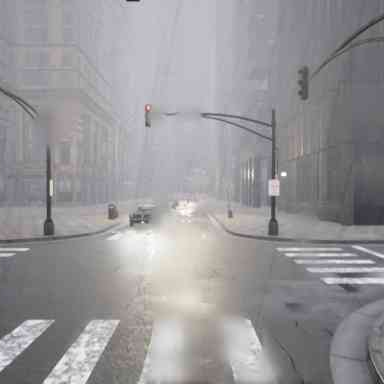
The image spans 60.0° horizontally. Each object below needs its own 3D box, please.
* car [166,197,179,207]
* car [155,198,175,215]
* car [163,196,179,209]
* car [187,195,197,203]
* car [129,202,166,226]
[{"bbox_3d":[-3.076,1.519,53.188,1.812,1.442,4.674,0,0,0],"label":"car"},{"bbox_3d":[-3.108,1.557,33.145,1.994,1.385,4.181,0,0,0],"label":"car"},{"bbox_3d":[-3.115,1.344,43.146,2.097,1.767,4.553,0,0,0],"label":"car"},{"bbox_3d":[0.068,1.350,69.675,2.097,1.767,4.553,0,0,0],"label":"car"},{"bbox_3d":[-3.110,1.595,23.202,1.895,1.301,4.718,0,0,0],"label":"car"}]
